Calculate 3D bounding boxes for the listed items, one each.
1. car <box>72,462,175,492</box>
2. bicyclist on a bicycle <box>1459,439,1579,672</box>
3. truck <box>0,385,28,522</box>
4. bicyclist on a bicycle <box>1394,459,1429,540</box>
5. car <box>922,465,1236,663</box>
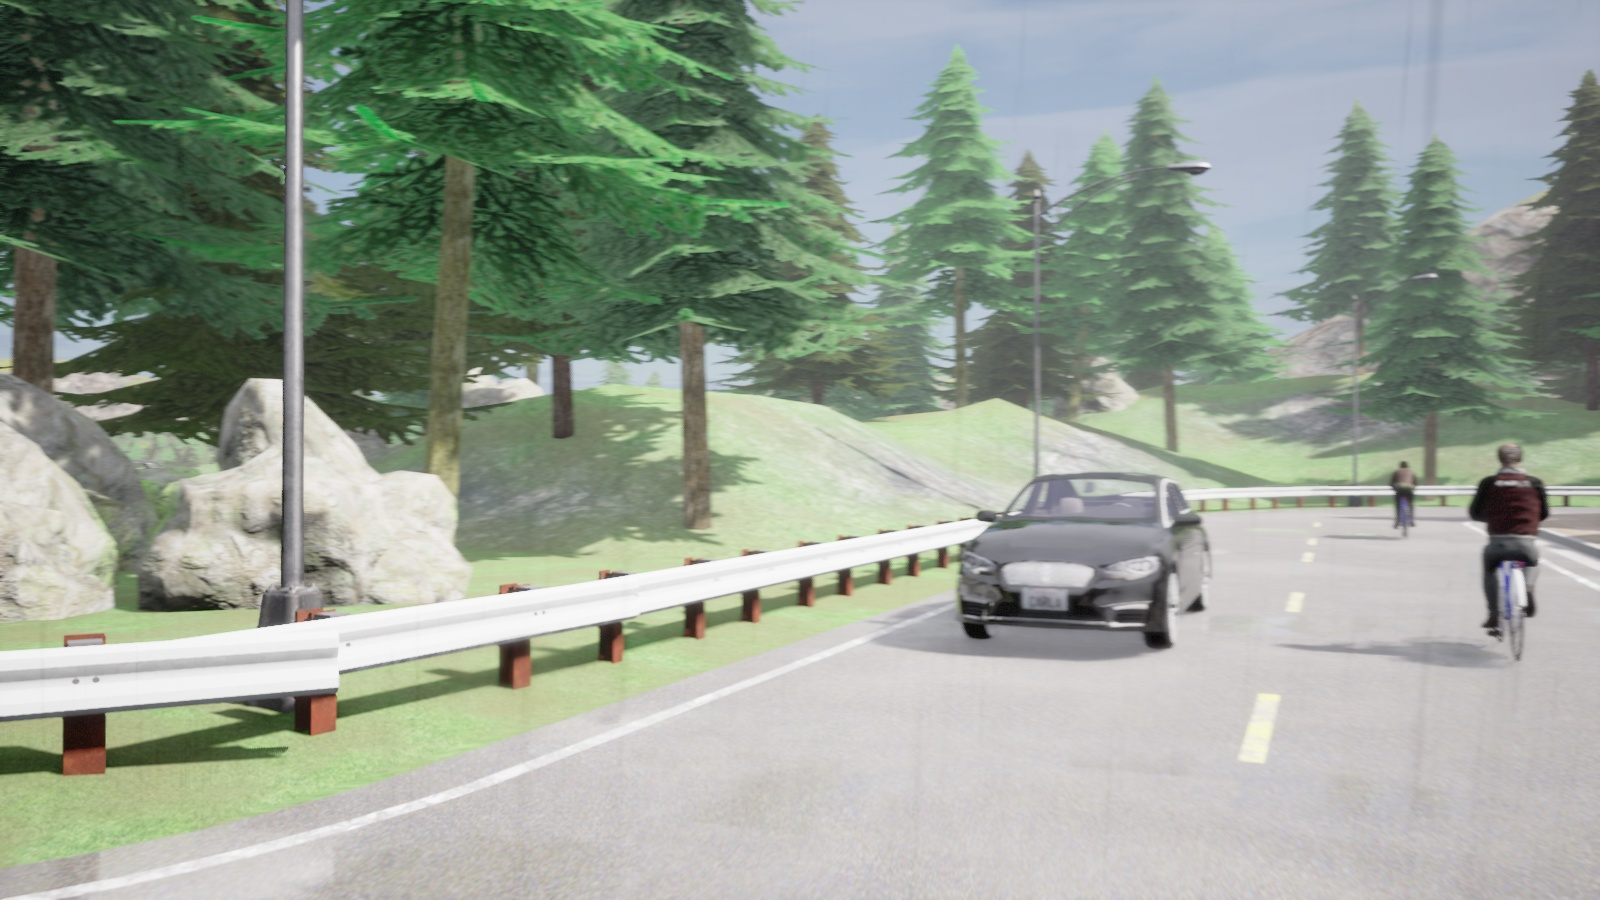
[{"bbox_3d":[-38.168,1.499,70.916,2.242,1.667,4.611,-1,-1,38],"label":"car"},{"bbox_3d":[5.994,0.806,10.555,0.659,1.776,1.843,0,0,23],"label":"bicyclist on a bicycle"},{"bbox_3d":[-25.042,0.093,32.543,2.891,3.827,8.468,0,-1,23],"label":"truck"},{"bbox_3d":[12.710,1.002,26.126,0.582,1.620,1.656,0,-1,23],"label":"bicyclist on a bicycle"},{"bbox_3d":[2.984,0.919,12.412,2.128,1.511,4.902,0,-1,23],"label":"car"}]
